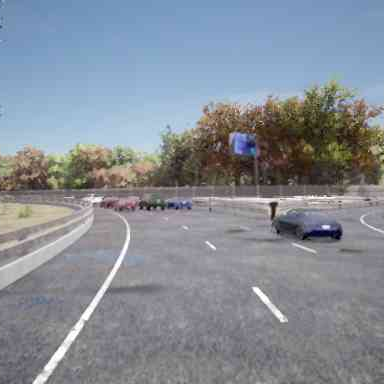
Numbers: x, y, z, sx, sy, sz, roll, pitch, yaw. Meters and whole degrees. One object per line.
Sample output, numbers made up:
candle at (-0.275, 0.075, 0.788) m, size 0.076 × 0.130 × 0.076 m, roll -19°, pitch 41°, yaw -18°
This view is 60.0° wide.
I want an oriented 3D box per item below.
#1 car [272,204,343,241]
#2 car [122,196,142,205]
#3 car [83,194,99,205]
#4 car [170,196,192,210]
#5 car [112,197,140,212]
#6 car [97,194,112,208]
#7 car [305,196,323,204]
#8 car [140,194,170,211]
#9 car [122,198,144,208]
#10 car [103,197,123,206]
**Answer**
car at (5.576, 1.515, 16.586) m, size 1.994 × 1.385 × 4.181 m, roll 0°, pitch 0°, yaw -9°
car at (-11.000, 1.558, 60.659) m, size 1.812 × 1.442 × 4.674 m, roll 0°, pitch 0°, yaw -35°
car at (-16.922, 1.292, 56.920) m, size 2.150 × 2.045 × 5.566 m, roll 0°, pitch 0°, yaw -35°
car at (-1.763, 1.330, 43.035) m, size 2.097 × 1.767 × 4.553 m, roll 0°, pitch 0°, yaw -23°
car at (-8.046, 1.551, 39.931) m, size 1.812 × 1.442 × 4.674 m, roll 0°, pitch 0°, yaw -23°
car at (-11.879, 1.524, 48.147) m, size 1.882 × 1.535 × 5.008 m, roll 0°, pitch 0°, yaw -30°
car at (18.830, 1.327, 51.073) m, size 4.902 × 1.511 × 2.128 m, roll 0°, pitch 0°, yaw 1°
car at (-4.976, 1.224, 41.677) m, size 2.150 × 2.045 × 5.566 m, roll 0°, pitch 0°, yaw -23°
car at (-8.971, 1.625, 50.166) m, size 1.895 × 1.301 × 4.718 m, roll 0°, pitch 0°, yaw -30°
car at (-13.951, 1.618, 58.778) m, size 1.994 × 1.385 × 4.181 m, roll 0°, pitch 0°, yaw -35°
